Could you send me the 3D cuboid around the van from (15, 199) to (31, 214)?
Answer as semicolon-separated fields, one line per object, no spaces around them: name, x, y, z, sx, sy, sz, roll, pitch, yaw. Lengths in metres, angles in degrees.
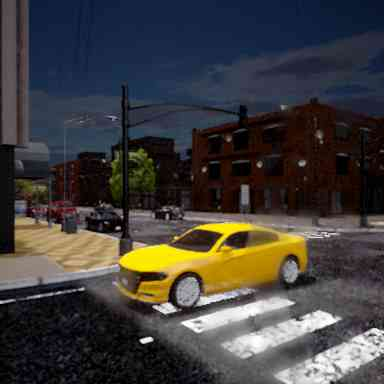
van;-25.784;2.269;49.755;1.690;1.788;3.998;-1;0;-37

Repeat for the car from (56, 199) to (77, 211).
car;-22.365;2.291;59.192;2.192;1.841;5.009;-1;0;-37

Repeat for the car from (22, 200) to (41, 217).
car;-18.744;2.186;40.288;1.967;1.590;4.097;-1;0;-37

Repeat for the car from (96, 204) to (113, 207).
car;-11.992;2.259;45.295;2.008;1.369;4.403;-1;0;-37

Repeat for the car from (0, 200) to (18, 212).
car;-32.396;2.413;58.631;2.192;1.841;5.009;-1;0;-37

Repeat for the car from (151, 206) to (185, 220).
car;-2.419;2.013;32.642;2.008;1.369;4.403;-1;0;-37

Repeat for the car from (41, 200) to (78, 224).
car;-12.207;1.890;31.359;2.192;1.841;5.009;-1;0;-37

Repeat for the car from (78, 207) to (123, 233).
car;-6.045;1.981;23.049;1.947;1.339;4.313;-1;0;-37

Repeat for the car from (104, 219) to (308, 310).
car;0.702;1.523;8.052;5.008;1.535;1.882;0;0;-35

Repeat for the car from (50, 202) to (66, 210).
car;-25.767;2.589;63.766;1.752;1.417;4.829;-1;0;-37

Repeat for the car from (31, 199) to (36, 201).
car;-38.895;2.716;81.381;2.192;1.841;5.009;-1;0;-37
